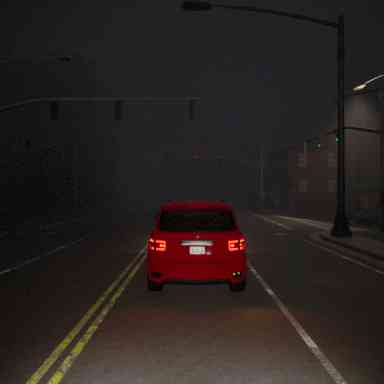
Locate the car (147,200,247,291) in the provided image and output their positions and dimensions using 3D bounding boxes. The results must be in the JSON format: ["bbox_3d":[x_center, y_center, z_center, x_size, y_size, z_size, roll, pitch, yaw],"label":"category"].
[{"bbox_3d":[0.098,1.221,9.118,2.150,2.045,5.566,0,0,0],"label":"car"}]

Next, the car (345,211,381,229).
[{"bbox_3d":[15.426,2.488,29.717,4.902,1.511,2.128,8,0,0],"label":"car"}]
